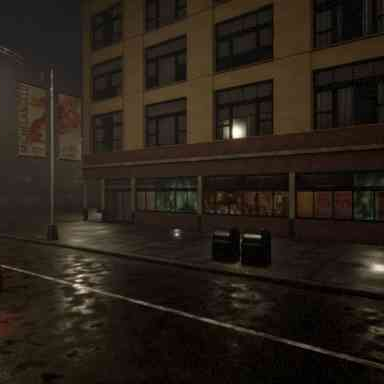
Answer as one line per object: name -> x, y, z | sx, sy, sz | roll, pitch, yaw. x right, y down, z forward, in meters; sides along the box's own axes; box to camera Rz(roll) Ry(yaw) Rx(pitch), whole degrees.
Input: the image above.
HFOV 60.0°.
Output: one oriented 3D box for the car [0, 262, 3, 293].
car -> -5.825, 1.564, 7.717 | 1.994, 1.385, 4.181 | 0, 0, -40
